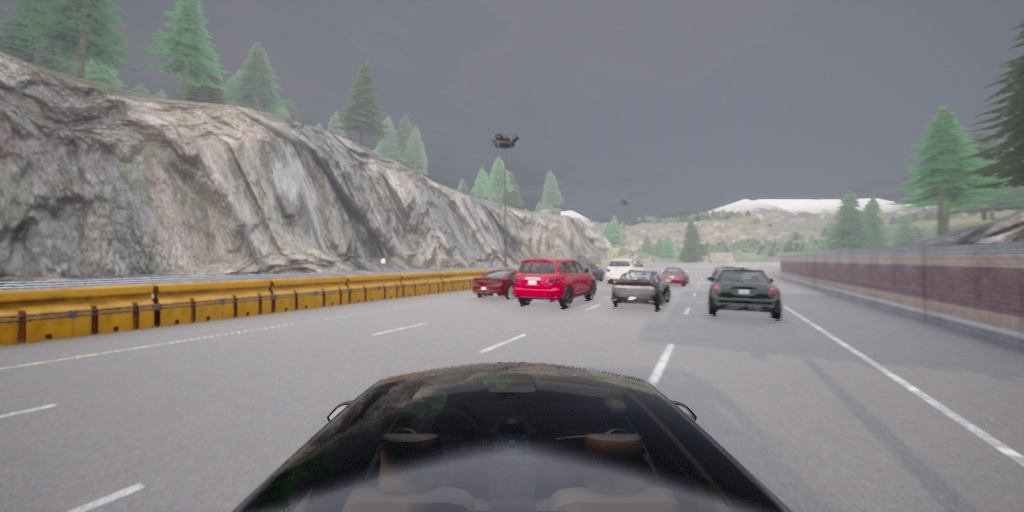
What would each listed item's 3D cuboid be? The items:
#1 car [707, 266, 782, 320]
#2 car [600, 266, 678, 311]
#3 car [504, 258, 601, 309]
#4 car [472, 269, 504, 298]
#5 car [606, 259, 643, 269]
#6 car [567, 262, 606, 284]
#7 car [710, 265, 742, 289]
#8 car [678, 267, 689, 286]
[{"bbox_3d":[8.642,1.215,13.618,2.097,1.767,4.553,0,-1,29],"label":"car"},{"bbox_3d":[5.613,1.381,15.373,2.128,1.511,4.902,0,-1,29],"label":"car"},{"bbox_3d":[2.091,1.129,16.254,2.150,2.045,5.566,0,0,29],"label":"car"},{"bbox_3d":[-0.147,1.419,19.409,1.882,1.535,5.008,0,0,29],"label":"car"},{"bbox_3d":[9.331,1.258,29.388,2.150,2.045,5.566,0,0,29],"label":"car"},{"bbox_3d":[6.692,1.415,31.816,2.097,1.767,4.553,0,-1,29],"label":"car"},{"bbox_3d":[15.929,1.501,26.820,1.837,1.490,4.892,0,0,30],"label":"car"},{"bbox_3d":[12.832,1.581,28.450,1.994,1.385,4.181,0,-1,29],"label":"car"}]
